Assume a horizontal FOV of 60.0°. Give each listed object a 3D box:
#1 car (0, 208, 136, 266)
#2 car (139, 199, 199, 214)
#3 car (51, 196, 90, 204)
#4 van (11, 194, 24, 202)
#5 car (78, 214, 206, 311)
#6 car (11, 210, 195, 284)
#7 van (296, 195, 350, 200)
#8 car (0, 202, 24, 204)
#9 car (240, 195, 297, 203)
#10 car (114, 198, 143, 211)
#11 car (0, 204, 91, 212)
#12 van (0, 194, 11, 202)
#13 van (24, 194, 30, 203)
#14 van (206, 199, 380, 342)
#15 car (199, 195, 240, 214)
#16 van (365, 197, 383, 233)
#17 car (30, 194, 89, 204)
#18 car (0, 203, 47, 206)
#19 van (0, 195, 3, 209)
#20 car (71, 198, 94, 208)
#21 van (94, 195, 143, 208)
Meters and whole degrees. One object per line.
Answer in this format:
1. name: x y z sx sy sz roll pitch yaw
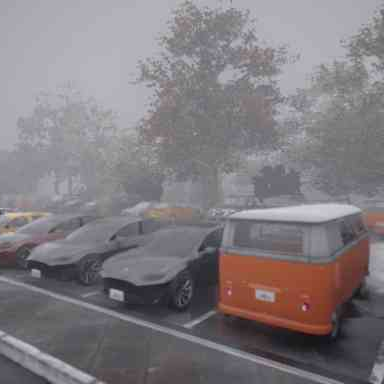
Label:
1. car: -4.516 1.505 11.382 2.163 1.488 4.792 0 0 36
2. car: -1.290 1.468 25.202 2.097 1.535 5.008 0 0 36
3. car: -10.286 1.459 31.672 2.097 1.535 5.008 0 0 36
4. van: -16.962 1.226 36.623 1.878 1.987 4.442 0 0 36
5. car: -0.008 1.510 8.140 2.163 1.488 4.792 0 0 36
6. car: -2.262 1.508 9.761 2.163 1.488 4.792 0 0 36
7. van: 7.641 1.252 18.642 1.878 1.987 4.442 0 0 36
8. car: -11.264 1.470 16.263 2.231 1.521 4.892 0 0 36
9. car: 5.445 1.224 20.331 2.435 2.045 5.566 0 0 36
10. car: -3.636 1.506 26.899 2.002 1.452 4.674 0 0 36
11. car: -6.861 1.470 12.876 1.946 1.575 5.366 0 0 36
12. van: -19.455 1.224 38.129 1.878 1.987 4.442 -1 0 36
13. van: -14.814 1.228 35.079 1.878 1.987 4.442 0 0 36
14. van: 2.331 1.257 6.638 1.878 1.987 4.442 0 0 36
15. car: 3.196 1.222 21.949 2.435 2.045 5.566 0 0 36
16. van: 10.027 1.254 17.214 1.878 1.987 4.442 0 0 36
17. car: -12.650 1.205 33.344 2.435 2.045 5.566 0 0 36
18. car: -9.003 1.472 14.653 2.231 1.521 4.892 0 0 36
19. van: -28.192 1.375 44.700 1.878 1.987 4.442 -1 -1 36
20. car: -8.035 1.501 30.057 2.002 1.452 4.674 0 0 36
21. van: -5.818 1.238 28.609 1.878 1.987 4.442 0 0 36
